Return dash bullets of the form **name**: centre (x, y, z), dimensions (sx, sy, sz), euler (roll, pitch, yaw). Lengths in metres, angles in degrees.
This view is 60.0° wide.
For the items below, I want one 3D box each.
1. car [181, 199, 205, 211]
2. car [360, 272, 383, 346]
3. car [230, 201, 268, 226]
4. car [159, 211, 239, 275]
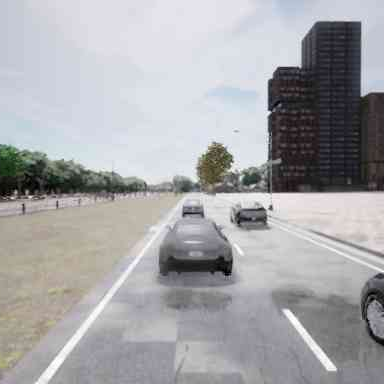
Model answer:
- **car**: centre (0.092, 1.313, 28.072), dimensions (2.033, 1.411, 5.357), euler (0, 1, 0)
- **car**: centre (3.599, 1.482, 3.368), dimensions (1.837, 1.490, 4.892), euler (0, 0, 0)
- **car**: centre (3.595, 1.317, 21.634), dimensions (2.128, 1.511, 4.902), euler (0, 1, 0)
- **car**: centre (0.099, 1.489, 10.239), dimensions (1.994, 1.385, 4.181), euler (0, 0, 0)
